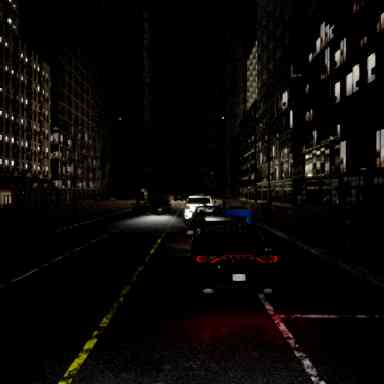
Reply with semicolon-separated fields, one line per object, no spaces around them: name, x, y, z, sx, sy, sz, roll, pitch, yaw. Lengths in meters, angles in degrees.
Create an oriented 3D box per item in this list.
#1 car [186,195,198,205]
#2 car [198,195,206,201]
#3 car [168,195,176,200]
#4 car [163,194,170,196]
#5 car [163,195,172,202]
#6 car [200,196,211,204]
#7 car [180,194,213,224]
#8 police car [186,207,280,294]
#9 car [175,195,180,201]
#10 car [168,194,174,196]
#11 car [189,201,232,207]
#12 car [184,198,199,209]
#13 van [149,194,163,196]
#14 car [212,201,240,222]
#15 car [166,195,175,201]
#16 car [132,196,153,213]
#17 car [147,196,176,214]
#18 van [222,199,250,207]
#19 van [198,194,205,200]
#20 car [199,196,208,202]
car;-0.029;1.358;60.147;2.097;1.767;4.553;0;0;0
car;2.645;1.557;89.104;1.887;1.381;4.507;0;0;0
car;-5.738;1.579;94.769;1.947;1.339;4.313;0;0;0
car;-5.721;1.557;60.761;2.008;1.369;4.403;0;0;0
car;-5.730;1.535;77.595;1.752;1.417;4.829;0;0;0
car;2.657;1.558;66.432;2.008;1.369;4.403;0;0;0
car;0.648;1.224;24.929;2.150;2.045;5.566;0;0;4
police car;0.896;1.425;8.930;1.930;1.638;5.238;0;0;0
car;-3.037;1.487;76.100;1.882;1.535;5.008;0;0;0
car;-5.727;1.324;72.097;2.192;1.841;5.009;0;0;0
car;0.891;1.479;18.821;1.882;1.535;5.008;0;0;0
car;-0.004;1.568;46.216;1.994;1.385;4.181;0;0;0
van;-5.716;1.346;49.425;1.690;1.788;3.998;0;0;0
car;2.676;1.527;26.926;1.752;1.417;4.829;0;0;0
car;-5.735;1.557;89.101;1.887;1.381;4.507;0;0;0
car;-5.710;1.528;37.919;1.752;1.417;4.829;0;0;0
car;-3.117;1.494;34.809;2.128;1.511;4.902;0;0;0
van;2.678;1.342;21.088;1.690;1.788;3.998;0;0;0
van;2.643;1.354;94.771;1.690;1.788;3.998;0;0;0
car;2.651;1.555;77.768;1.887;1.381;4.507;0;0;0
